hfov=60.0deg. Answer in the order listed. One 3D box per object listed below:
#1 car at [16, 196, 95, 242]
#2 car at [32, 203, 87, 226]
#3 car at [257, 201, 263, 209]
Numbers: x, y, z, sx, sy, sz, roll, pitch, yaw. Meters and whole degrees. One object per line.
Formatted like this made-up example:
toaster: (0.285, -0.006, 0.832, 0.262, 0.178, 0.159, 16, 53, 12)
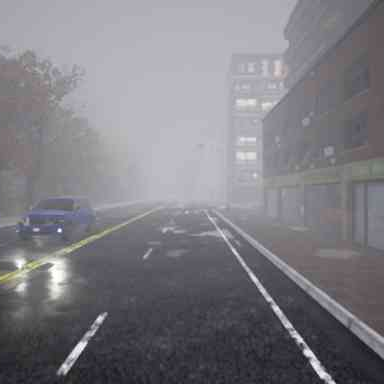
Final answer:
car: (-6.600, 1.253, 16.860, 2.150, 2.045, 5.566, 0, 0, 0)
car: (-9.843, 1.592, 25.264, 2.033, 1.411, 5.357, 0, 0, 0)
car: (12.219, 1.882, 51.814, 4.181, 1.385, 1.994, 1, 0, 0)
